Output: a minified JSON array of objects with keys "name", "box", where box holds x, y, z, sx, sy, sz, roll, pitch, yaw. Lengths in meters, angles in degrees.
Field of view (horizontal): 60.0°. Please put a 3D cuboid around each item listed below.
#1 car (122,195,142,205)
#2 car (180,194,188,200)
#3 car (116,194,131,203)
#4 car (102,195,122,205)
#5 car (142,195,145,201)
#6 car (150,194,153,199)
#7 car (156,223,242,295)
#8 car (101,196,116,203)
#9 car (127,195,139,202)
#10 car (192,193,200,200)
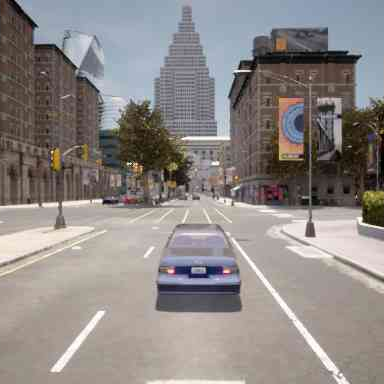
[{"name":"car","box":[-10.832,1.477,59.804,1.882,1.535,5.008,0,0,1]},{"name":"car","box":[-2.386,1.539,89.603,2.033,1.411,5.357,0,0,1]},{"name":"car","box":[-14.151,1.355,68.729,2.097,1.767,4.553,0,0,1]},{"name":"car","box":[-14.351,1.600,58.622,1.895,1.301,4.718,0,0,1]},{"name":"car","box":[-10.640,1.500,69.600,1.837,1.490,4.892,0,0,1]},{"name":"car","box":[-10.514,1.355,79.588,2.097,1.767,4.553,0,0,1]},{"name":"car","box":[0.171,1.547,8.882,2.033,1.411,5.357,0,0,1]},{"name":"car","box":[-17.387,1.594,69.776,1.895,1.301,4.718,0,0,1]},{"name":"car","box":[-14.023,1.477,78.828,1.882,1.535,5.008,0,0,1]},{"name":"car","box":[1.118,1.349,89.961,2.097,1.767,4.553,0,0,1]}]
